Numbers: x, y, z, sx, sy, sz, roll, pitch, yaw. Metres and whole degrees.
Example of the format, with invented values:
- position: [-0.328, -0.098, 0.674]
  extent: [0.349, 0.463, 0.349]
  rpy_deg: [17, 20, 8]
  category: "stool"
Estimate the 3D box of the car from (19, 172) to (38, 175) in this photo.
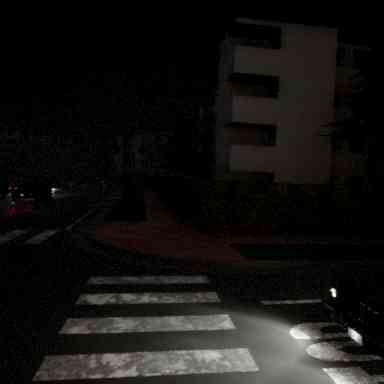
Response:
- position: [-22.563, -1.777, 45.706]
  extent: [2.150, 2.045, 5.566]
  rpy_deg: [1, 3, -12]
  category: "car"

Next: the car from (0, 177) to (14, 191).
- position: [-20.735, -0.871, 35.235]
  extent: [1.994, 1.385, 4.181]
  rpy_deg: [2, 3, -9]
  category: "car"

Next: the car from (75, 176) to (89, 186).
- position: [-19.019, -1.938, 57.497]
  extent: [2.128, 1.511, 4.902]
  rpy_deg: [1, 3, -26]
  category: "car"

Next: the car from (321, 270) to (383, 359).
- position: [4.666, 1.471, 4.533]
  extent: [5.357, 1.411, 2.033]
  rpy_deg: [2, 3, -9]
  category: "car"

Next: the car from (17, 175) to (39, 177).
- position: [-17.173, -0.766, 34.933]
  extent: [1.812, 1.442, 4.674]
  rpy_deg: [2, 3, -9]
  category: "car"

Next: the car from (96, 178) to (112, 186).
- position: [-15.356, -1.767, 57.860]
  extent: [2.033, 1.411, 5.357]
  rpy_deg: [1, 3, -26]
  category: "car"

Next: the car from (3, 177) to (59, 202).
- position: [-11.882, -0.135, 24.924]
  extent: [2.128, 1.511, 4.902]
  rpy_deg: [2, 3, -9]
  category: "car"

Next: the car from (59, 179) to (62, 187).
- position: [-18.892, -1.284, 44.985]
  extent: [2.033, 1.411, 5.357]
  rpy_deg: [2, 3, -11]
  category: "car"

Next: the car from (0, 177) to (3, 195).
- position: [-15.730, -0.308, 25.653]
  extent: [2.128, 1.511, 4.902]
  rpy_deg: [2, 3, -9]
  category: "car"
